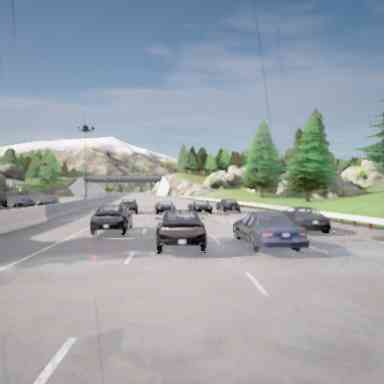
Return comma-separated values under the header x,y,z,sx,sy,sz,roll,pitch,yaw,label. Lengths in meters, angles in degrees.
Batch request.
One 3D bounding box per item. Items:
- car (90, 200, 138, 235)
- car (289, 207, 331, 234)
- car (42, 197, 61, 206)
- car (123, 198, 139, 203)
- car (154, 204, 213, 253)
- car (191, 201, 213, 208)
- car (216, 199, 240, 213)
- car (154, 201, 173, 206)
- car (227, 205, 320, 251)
x,y,z,sx,sy,sz,roll,pitch,yaw,label
-4.413,1.456,18.644,2.128,1.511,4.902,0,0,-5,car
6.095,1.507,18.867,1.994,1.385,4.181,0,0,-5,car
-19.067,1.409,44.746,1.882,1.535,5.008,0,0,-9,car
-6.605,1.421,34.952,2.128,1.511,4.902,0,0,-9,car
-0.482,1.460,13.600,2.128,1.511,4.902,0,0,-4,car
0.717,1.519,33.574,1.895,1.301,4.718,0,0,-9,car
3.862,1.433,35.897,1.812,1.442,4.674,0,0,-9,car
-2.816,1.527,33.519,1.895,1.301,4.718,0,0,-9,car
3.036,1.508,13.810,2.033,1.411,5.357,0,0,-4,car
